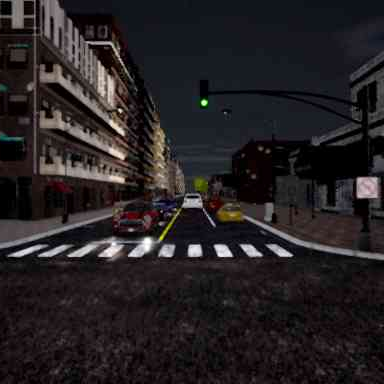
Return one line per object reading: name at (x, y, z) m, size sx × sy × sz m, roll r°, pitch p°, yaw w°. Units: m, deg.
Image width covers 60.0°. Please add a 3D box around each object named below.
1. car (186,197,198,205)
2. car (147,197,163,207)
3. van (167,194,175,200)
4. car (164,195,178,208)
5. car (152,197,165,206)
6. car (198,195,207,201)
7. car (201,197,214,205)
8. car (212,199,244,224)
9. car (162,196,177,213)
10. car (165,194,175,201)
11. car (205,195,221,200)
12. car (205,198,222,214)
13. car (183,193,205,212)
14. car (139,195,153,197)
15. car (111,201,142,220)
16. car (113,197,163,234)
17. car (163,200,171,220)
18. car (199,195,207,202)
car at (0.066, 1.536, 58.416) m, size 2.033 × 1.411 × 5.357 m, roll 0°, pitch 0°, yaw 0°
car at (-5.691, 1.554, 51.819) m, size 2.008 × 1.369 × 4.403 m, roll 0°, pitch 0°, yaw 0°
van at (-5.692, 1.368, 90.595) m, size 1.690 × 1.788 × 3.998 m, roll 0°, pitch 0°, yaw 0°
car at (-3.003, 1.559, 47.219) m, size 1.994 × 1.385 × 4.181 m, roll 0°, pitch 0°, yaw 0°
car at (-5.691, 1.530, 57.188) m, size 1.752 × 1.417 × 4.829 m, roll 0°, pitch 0°, yaw 0°
car at (2.688, 1.548, 85.055) m, size 2.008 × 1.369 × 4.403 m, roll 0°, pitch 0°, yaw 0°
car at (2.690, 1.532, 57.359) m, size 2.008 × 1.369 × 4.403 m, roll 0°, pitch 0°, yaw 0°
car at (2.691, 1.512, 24.294) m, size 1.752 × 1.417 × 4.829 m, roll 0°, pitch 0°, yaw 0°
car at (-3.017, 1.523, 37.203) m, size 1.812 × 1.442 × 4.674 m, roll 0°, pitch 0°, yaw 0°
car at (-5.692, 1.336, 85.055) m, size 2.192 × 1.841 × 5.009 m, roll 0°, pitch 0°, yaw 0°
car at (2.690, 1.295, 40.741) m, size 2.192 × 1.841 × 5.009 m, roll 0°, pitch 0°, yaw 0°
car at (2.690, 1.563, 35.202) m, size 1.802 × 1.307 × 4.206 m, roll 0°, pitch 0°, yaw 0°
car at (0.097, 1.209, 39.624) m, size 2.150 × 2.045 × 5.566 m, roll 0°, pitch 0°, yaw 0°
car at (-5.690, 1.319, 40.740) m, size 2.192 × 1.841 × 5.009 m, roll 0°, pitch 0°, yaw 0°
car at (-5.691, 1.533, 29.492) m, size 1.752 × 1.417 × 4.829 m, roll 0°, pitch 0°, yaw 0°
car at (-3.102, 1.358, 19.204) m, size 2.097 × 1.767 × 4.553 m, roll 0°, pitch 0°, yaw 0°
car at (-3.078, 1.602, 28.147) m, size 1.895 × 1.301 × 4.718 m, roll 0°, pitch 0°, yaw 0°
car at (2.688, 1.518, 79.686) m, size 1.752 × 1.417 × 4.829 m, roll 0°, pitch 0°, yaw 0°
